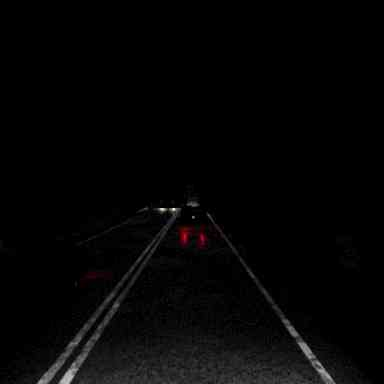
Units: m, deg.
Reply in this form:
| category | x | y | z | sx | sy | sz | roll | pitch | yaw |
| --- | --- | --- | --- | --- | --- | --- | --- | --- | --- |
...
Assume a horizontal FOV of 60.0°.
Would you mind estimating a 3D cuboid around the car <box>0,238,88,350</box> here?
| category | x | y | z | sx | sy | sz | roll | pitch | yaw |
| --- | --- | --- | --- | --- | --- | --- | --- | --- | --- |
| car | -3.350 | 1.548 | 5.570 | 2.033 | 1.411 | 5.357 | 0 | 0 | 0 |

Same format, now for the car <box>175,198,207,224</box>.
| category | x | y | z | sx | sy | sz | roll | pitch | yaw |
| --- | --- | --- | --- | --- | --- | --- | --- | --- | --- |
| car | 0.099 | 1.490 | 25.000 | 2.128 | 1.511 | 4.902 | 0 | 0 | 0 |

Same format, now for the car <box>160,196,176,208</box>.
| category | x | y | z | sx | sy | sz | roll | pitch | yaw |
| --- | --- | --- | --- | --- | --- | --- | --- | --- | --- |
| car | -3.335 | 1.341 | 47.065 | 2.097 | 1.767 | 4.553 | 0 | 0 | 0 |

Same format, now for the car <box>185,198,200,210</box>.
| category | x | y | z | sx | sy | sz | roll | pitch | yaw |
| --- | --- | --- | --- | --- | --- | --- | --- | --- | --- |
| car | 0.098 | 1.517 | 42.973 | 1.812 | 1.442 | 4.674 | 0 | 0 | 0 |
